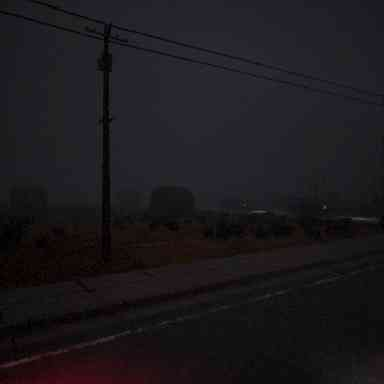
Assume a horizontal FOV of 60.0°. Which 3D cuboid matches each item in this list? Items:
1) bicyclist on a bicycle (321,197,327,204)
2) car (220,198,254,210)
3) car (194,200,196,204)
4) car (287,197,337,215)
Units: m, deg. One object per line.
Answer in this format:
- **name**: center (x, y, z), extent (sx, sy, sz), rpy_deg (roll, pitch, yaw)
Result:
- **bicyclist on a bicycle**: center (15.083, 1.423, 38.128), extent (1.656, 1.620, 0.582), rpy_deg (0, 0, -33)
- **car**: center (5.362, 1.469, 40.165), extent (1.837, 1.490, 4.892), rpy_deg (0, 0, -32)
- **car**: center (-1.307, 1.566, 57.388), extent (1.895, 1.301, 4.718), rpy_deg (0, 0, -32)
- **car**: center (11.180, 1.317, 31.052), extent (2.097, 1.767, 4.553), rpy_deg (0, 0, -33)
